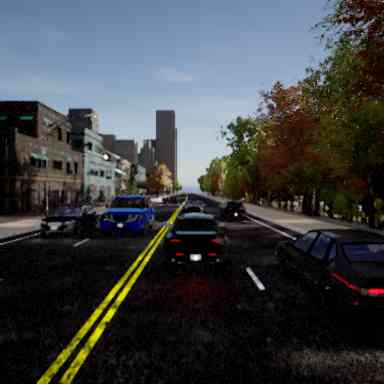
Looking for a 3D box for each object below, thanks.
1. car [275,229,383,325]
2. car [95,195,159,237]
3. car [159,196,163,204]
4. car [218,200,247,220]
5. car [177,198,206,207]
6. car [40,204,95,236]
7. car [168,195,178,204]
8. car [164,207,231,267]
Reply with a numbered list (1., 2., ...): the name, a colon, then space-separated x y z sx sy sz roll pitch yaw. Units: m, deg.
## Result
1. car: 3.349 1.534 7.406 2.033 1.411 5.357 0 0 0
2. car: -3.346 1.188 18.268 2.150 2.045 5.566 0 0 0
3. car: -6.520 1.413 60.186 1.812 1.442 4.674 0 0 1
4. car: 3.358 1.453 27.790 1.837 1.490 4.892 0 0 0
5. car: 0.108 1.440 27.668 2.128 1.511 4.902 0 0 0
6. car: -6.595 1.457 18.357 2.128 1.511 4.902 0 0 0
7. car: -3.272 1.390 60.193 1.837 1.490 4.892 0 0 1
8. car: 0.102 1.484 11.278 1.837 1.490 4.892 0 0 0
